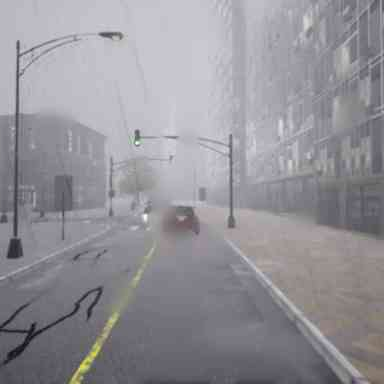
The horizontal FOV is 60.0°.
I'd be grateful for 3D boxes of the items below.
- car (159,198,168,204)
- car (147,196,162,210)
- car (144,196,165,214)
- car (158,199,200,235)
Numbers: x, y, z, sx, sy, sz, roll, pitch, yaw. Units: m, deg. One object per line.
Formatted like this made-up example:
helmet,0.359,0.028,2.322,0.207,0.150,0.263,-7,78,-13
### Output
car,-7.139,2.154,82.378,1.895,1.301,4.718,0,-1,-10
car,-5.676,1.675,51.003,2.150,2.045,5.566,0,-1,-6
car,-4.706,1.717,40.699,2.097,1.767,4.553,0,-1,-5
car,-0.819,1.540,20.347,2.097,1.767,4.553,0,0,-7
